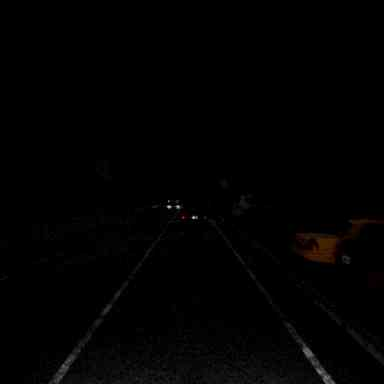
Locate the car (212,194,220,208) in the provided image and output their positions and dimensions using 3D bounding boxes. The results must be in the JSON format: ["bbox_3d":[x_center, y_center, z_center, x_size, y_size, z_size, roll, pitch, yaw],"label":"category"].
[{"bbox_3d":[5.614,1.313,40.825,5.566,2.045,2.435,0,0,0],"label":"car"}]

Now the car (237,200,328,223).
[{"bbox_3d":[5.604,1.496,21.198,4.892,1.521,2.231,0,0,0],"label":"car"}]

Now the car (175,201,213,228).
[{"bbox_3d":[0.095,1.578,22.256,2.033,1.411,5.357,0,0,0],"label":"car"}]

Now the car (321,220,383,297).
[{"bbox_3d":[5.660,1.504,7.189,4.792,1.488,2.163,0,0,0],"label":"car"}]

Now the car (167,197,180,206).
[{"bbox_3d":[-3.302,1.633,60.859,2.097,1.767,4.553,0,-1,1],"label":"car"}]

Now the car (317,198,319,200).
[{"bbox_3d":[18.667,1.638,46.436,4.674,1.452,2.002,0,0,0],"label":"car"}]

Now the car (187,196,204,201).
[{"bbox_3d":[0.091,1.595,42.665,2.128,1.511,4.902,0,0,0],"label":"car"}]

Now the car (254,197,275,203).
[{"bbox_3d":[18.690,2.076,86.423,5.008,1.535,2.097,0,-1,0],"label":"car"}]

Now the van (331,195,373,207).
[{"bbox_3d":[18.783,1.327,38.089,4.442,1.987,1.878,0,0,0],"label":"van"}]

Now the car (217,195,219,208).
[{"bbox_3d":[5.555,1.426,38.023,4.553,1.767,2.185,0,0,0],"label":"car"}]

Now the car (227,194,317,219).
[{"bbox_3d":[5.632,1.253,24.006,5.566,2.045,2.435,0,0,0],"label":"car"}]

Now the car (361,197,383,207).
[{"bbox_3d":[18.490,1.522,29.731,5.366,1.575,1.946,0,0,0],"label":"car"}]

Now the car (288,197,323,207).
[{"bbox_3d":[18.662,1.670,54.791,5.008,1.535,2.097,0,-1,0],"label":"car"}]

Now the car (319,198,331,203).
[{"bbox_3d":[18.634,1.440,40.869,4.553,1.767,2.185,0,0,0],"label":"car"}]

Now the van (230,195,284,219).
[{"bbox_3d":[5.712,1.297,29.613,4.442,1.987,1.878,0,0,0],"label":"van"}]

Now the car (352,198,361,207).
[{"bbox_3d":[18.669,1.575,32.516,4.674,1.452,2.002,0,0,0],"label":"car"}]

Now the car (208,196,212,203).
[{"bbox_3d":[5.614,1.366,49.235,5.566,2.045,2.435,0,0,0],"label":"car"}]

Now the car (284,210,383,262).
[{"bbox_3d":[5.811,1.472,9.992,5.366,1.575,1.946,0,0,0],"label":"car"}]

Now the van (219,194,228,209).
[{"bbox_3d":[5.473,1.316,35.219,4.442,1.987,1.878,0,0,0],"label":"van"}]

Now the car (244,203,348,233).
[{"bbox_3d":[5.584,1.517,18.400,4.792,1.488,2.163,0,0,0],"label":"car"}]

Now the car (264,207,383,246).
[{"bbox_3d":[5.616,1.477,12.792,5.008,1.535,2.097,0,0,0],"label":"car"}]

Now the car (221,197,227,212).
[{"bbox_3d":[5.586,1.534,32.415,4.892,1.521,2.231,0,0,0],"label":"car"}]

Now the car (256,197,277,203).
[{"bbox_3d":[18.680,2.075,83.274,4.674,1.452,2.002,0,-1,0],"label":"car"}]

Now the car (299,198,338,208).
[{"bbox_3d":[18.670,1.618,49.223,5.008,1.535,2.097,0,-1,0],"label":"car"}]
